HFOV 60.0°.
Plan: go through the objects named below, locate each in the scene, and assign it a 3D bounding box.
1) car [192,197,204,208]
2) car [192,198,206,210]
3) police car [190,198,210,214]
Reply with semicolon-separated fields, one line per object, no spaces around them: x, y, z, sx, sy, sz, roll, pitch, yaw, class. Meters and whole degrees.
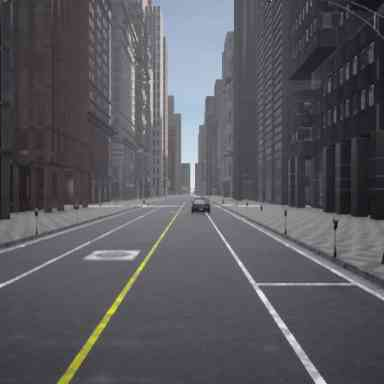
0.899;1.567;50.964;1.812;1.442;4.674;0;0;0;car
0.898;1.562;44.964;1.837;1.490;4.892;0;0;0;car
0.899;1.437;35.073;1.930;1.638;5.238;0;0;0;police car
